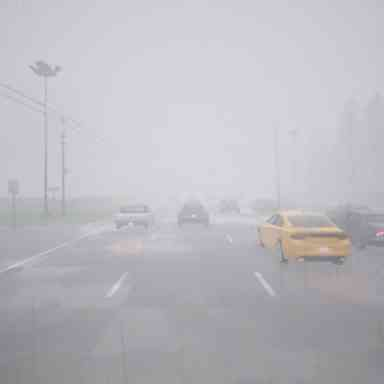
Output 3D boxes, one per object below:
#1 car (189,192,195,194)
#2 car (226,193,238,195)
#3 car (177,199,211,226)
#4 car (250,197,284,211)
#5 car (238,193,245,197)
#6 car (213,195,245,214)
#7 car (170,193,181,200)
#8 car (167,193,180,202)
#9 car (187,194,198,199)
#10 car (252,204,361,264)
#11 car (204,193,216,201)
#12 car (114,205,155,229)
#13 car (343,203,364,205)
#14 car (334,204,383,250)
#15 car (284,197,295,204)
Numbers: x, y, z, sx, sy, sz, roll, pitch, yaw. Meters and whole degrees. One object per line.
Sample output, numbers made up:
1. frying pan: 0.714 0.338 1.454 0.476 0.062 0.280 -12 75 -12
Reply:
1. car: -0.043 0.878 73.335 2.097 1.767 4.553 0 0 0
2. car: 6.963 1.115 62.996 1.812 1.442 4.674 0 0 0
3. car: 0.087 1.420 22.206 1.994 1.385 4.181 0 0 0
4. car: 7.079 1.333 32.881 2.033 1.411 5.357 0 0 0
5. car: 10.457 1.046 73.373 2.128 1.511 4.902 0 0 0
6. car: 3.580 1.334 32.876 2.033 1.411 5.357 0 0 0
7. car: -3.543 0.898 72.949 2.033 1.411 5.357 0 0 0
8. car: -3.537 0.943 62.916 2.097 1.767 4.553 0 0 0
9. car: 0.076 1.312 38.848 1.994 1.385 4.181 0 0 0
10. car: 3.594 1.403 11.554 1.882 1.535 5.008 0 0 0
11. car: 3.463 0.942 62.941 2.097 1.767 4.553 0 0 0
12. car: -3.412 1.468 20.721 1.895 1.301 4.718 0 0 0
13. car: 10.587 1.420 22.065 1.994 1.385 4.181 0 0 0
14. car: 7.092 1.457 13.843 2.033 1.411 5.357 0 0 0
15. car: 10.578 1.309 38.950 1.994 1.385 4.181 0 0 0
